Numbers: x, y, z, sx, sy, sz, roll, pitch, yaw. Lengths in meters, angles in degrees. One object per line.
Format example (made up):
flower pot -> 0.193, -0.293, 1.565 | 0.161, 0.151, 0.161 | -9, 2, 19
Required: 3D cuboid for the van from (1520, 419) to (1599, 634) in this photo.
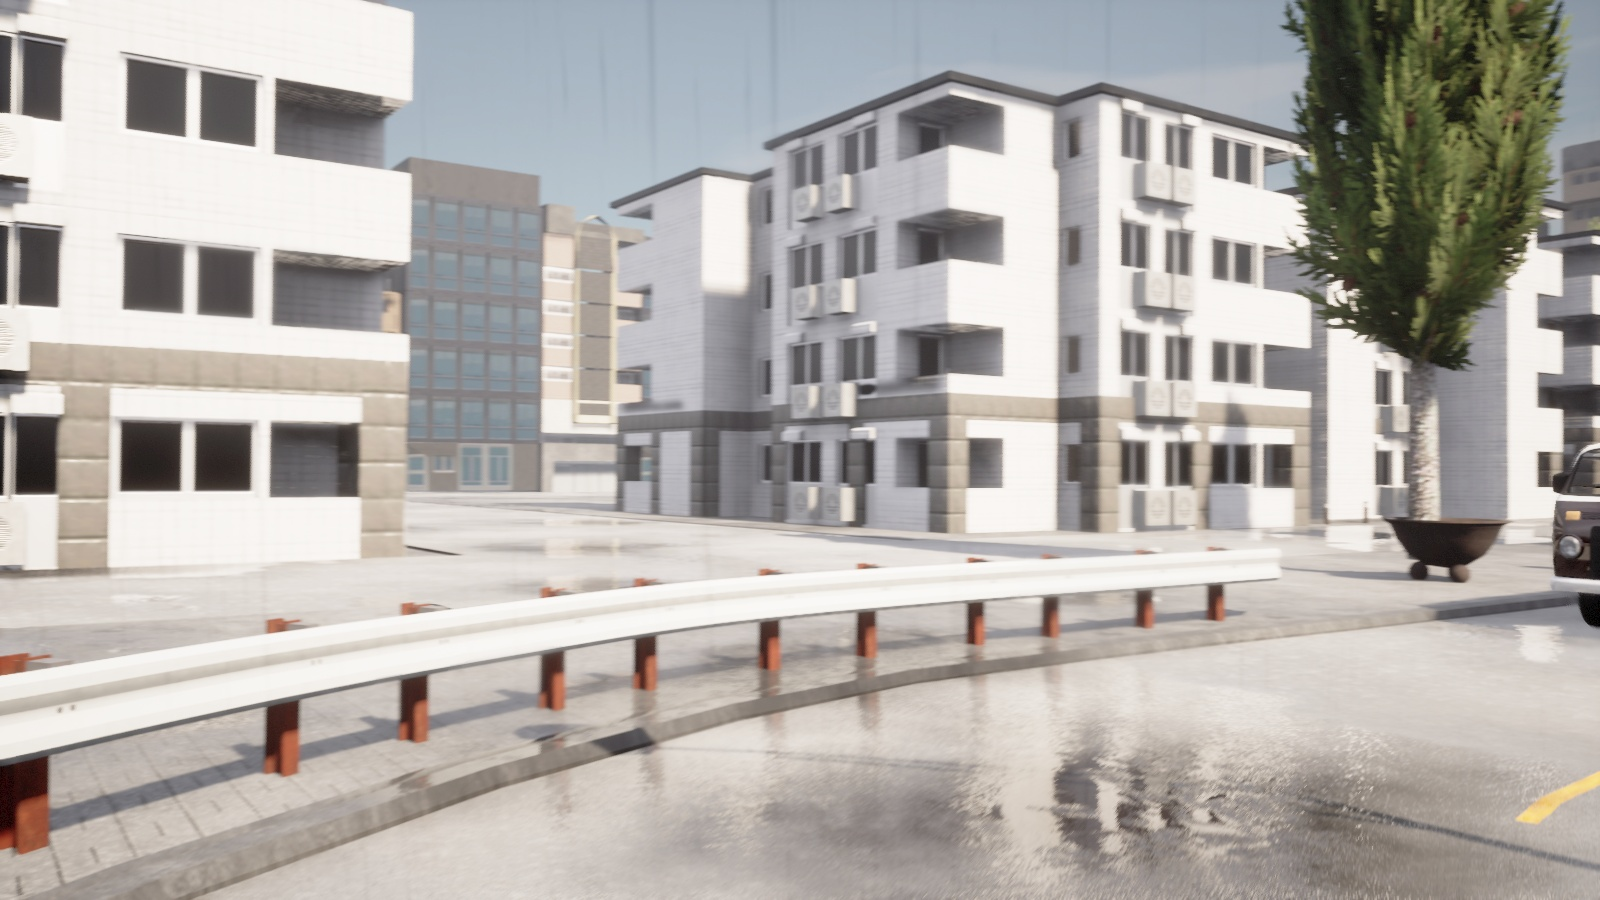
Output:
van -> 9.633, 0.741, 12.934 | 4.480, 2.038, 2.069 | 1, -1, -34
